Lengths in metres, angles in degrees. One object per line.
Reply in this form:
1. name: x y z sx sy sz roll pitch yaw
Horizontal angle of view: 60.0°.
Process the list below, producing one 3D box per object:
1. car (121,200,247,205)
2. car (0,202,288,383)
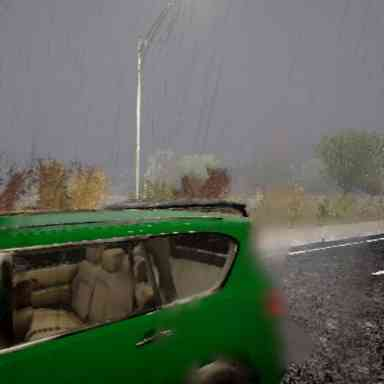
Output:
1. car: -1.008 1.212 6.929 5.566 2.045 2.150 0 0 -35
2. car: -1.683 1.219 2.470 5.566 2.045 2.150 0 0 -35
